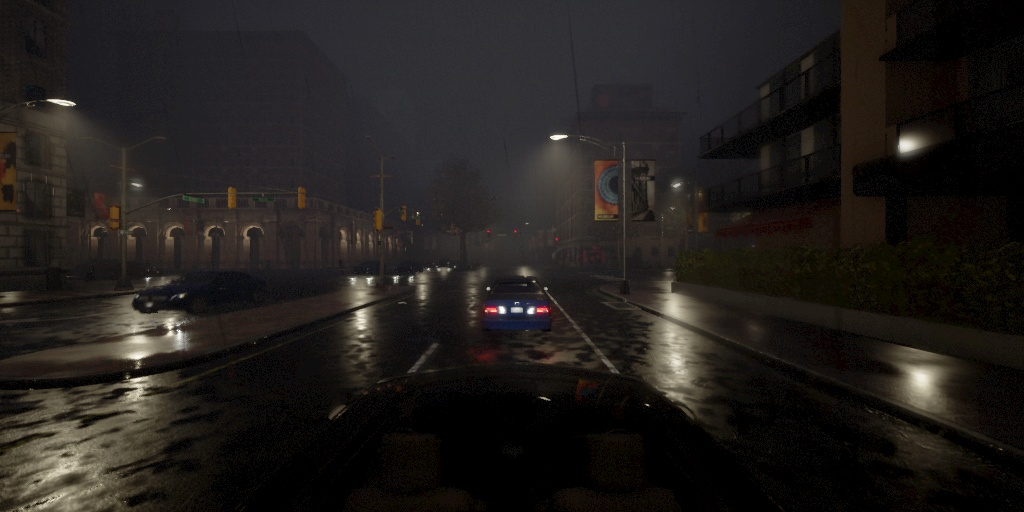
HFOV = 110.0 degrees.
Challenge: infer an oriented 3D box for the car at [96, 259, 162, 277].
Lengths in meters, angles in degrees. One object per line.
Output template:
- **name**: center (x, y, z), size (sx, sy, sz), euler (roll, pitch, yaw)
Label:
- **car**: center (-36.561, 1.276, 34.666), size (4.674, 1.442, 1.812), euler (0, 0, 0)

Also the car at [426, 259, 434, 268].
- **car**: center (-14.491, 1.228, 61.845), size (1.882, 1.535, 5.008), euler (0, 0, 1)

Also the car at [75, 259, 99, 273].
- **car**: center (-47.951, 1.102, 41.958), size (4.553, 1.767, 2.097), euler (0, 0, 1)

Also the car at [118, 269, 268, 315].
- **car**: center (-11.498, 1.276, 13.713), size (1.812, 1.442, 4.674), euler (0, 0, 1)

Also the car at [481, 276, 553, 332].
- **car**: center (0.150, 1.297, 10.819), size (2.033, 1.411, 5.357), euler (0, 0, 1)

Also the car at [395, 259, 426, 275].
- **car**: center (-11.248, 1.228, 39.349), size (1.882, 1.535, 5.008), euler (0, 0, 1)

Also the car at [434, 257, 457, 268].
- **car**: center (-11.026, 1.104, 59.775), size (2.097, 1.767, 4.553), euler (0, 0, 1)

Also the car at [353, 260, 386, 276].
- **car**: center (-14.767, 1.227, 37.440), size (1.882, 1.535, 5.008), euler (0, 0, 1)
